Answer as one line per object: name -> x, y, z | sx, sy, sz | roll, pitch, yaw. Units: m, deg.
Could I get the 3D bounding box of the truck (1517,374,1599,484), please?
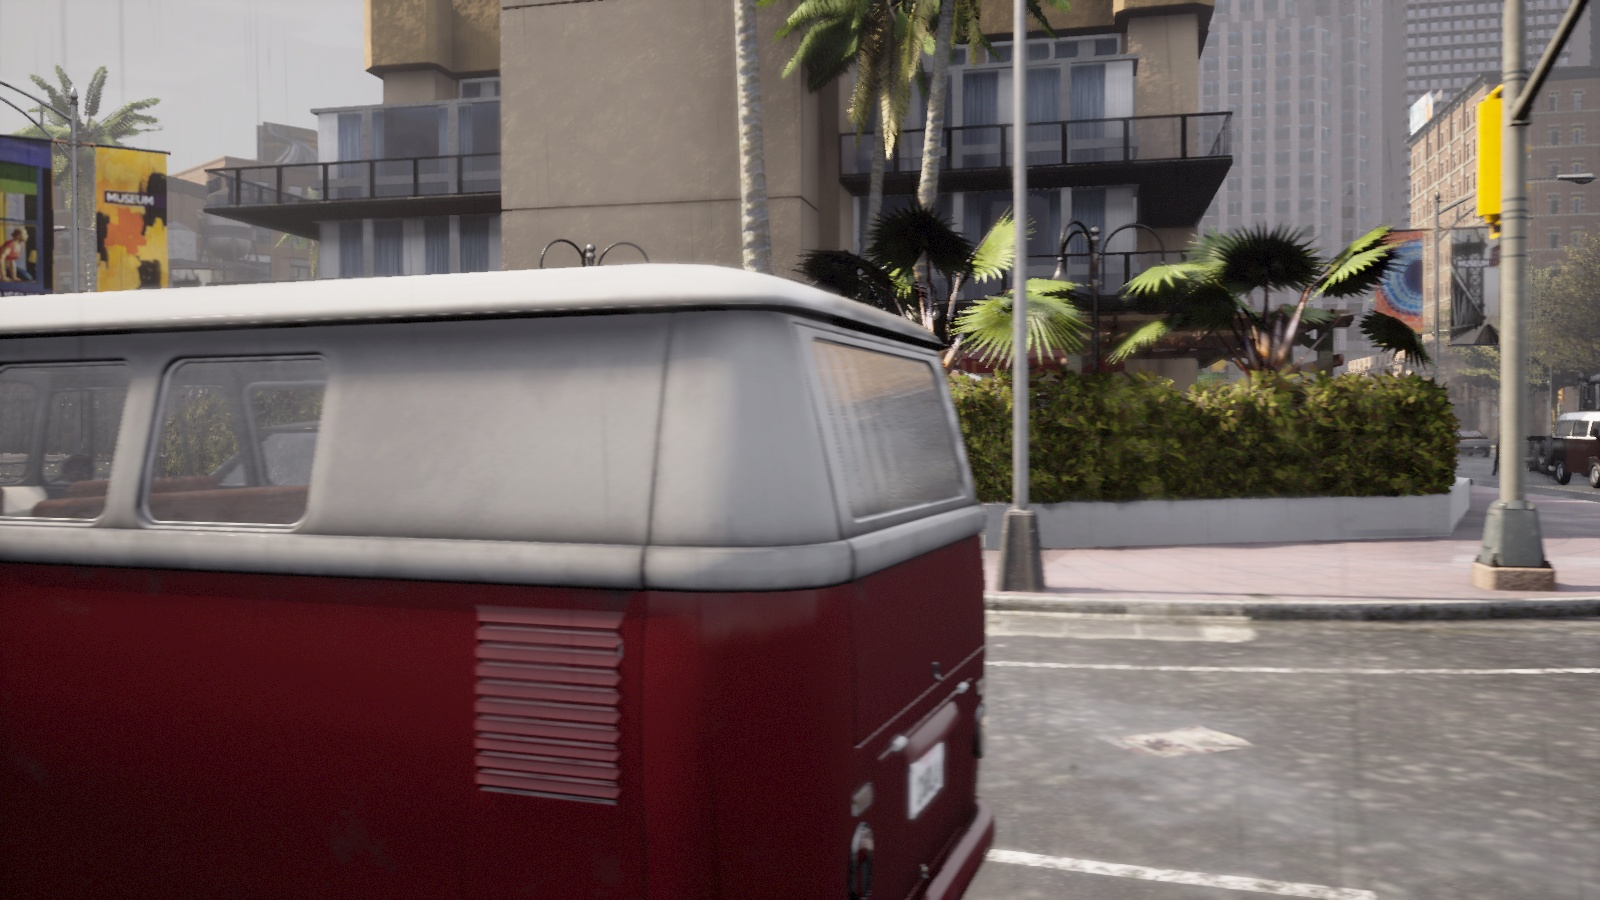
truck -> 27.398, -0.688, 42.829 | 2.891, 3.462, 7.936 | 0, 1, 13

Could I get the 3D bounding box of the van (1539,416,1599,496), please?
van -> 21.752, 0.132, 33.668 | 2.069, 2.038, 4.480 | 0, 1, 13

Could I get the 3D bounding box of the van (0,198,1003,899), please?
van -> -1.763, 0.515, 3.835 | 4.442, 1.987, 1.775 | 1, 1, 20

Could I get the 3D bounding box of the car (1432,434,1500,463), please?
car -> 37.106, -0.122, 70.139 | 2.128, 1.511, 4.902 | 0, 1, 13

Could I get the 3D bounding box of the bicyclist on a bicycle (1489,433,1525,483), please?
bicyclist on a bicycle -> 23.606, 0.244, 41.948 | 0.582, 1.620, 1.656 | 0, 1, 13
